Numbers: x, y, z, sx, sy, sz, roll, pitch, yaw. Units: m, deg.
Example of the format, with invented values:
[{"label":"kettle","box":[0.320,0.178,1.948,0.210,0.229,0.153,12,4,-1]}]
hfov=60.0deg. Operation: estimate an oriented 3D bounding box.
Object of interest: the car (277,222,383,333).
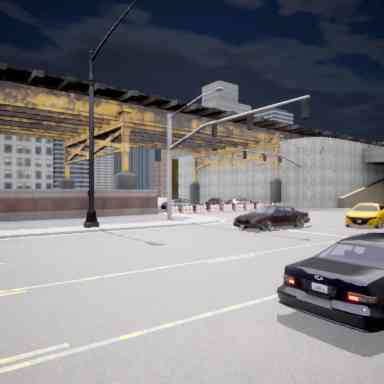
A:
[{"label":"car","box":[4.050,1.547,6.664,5.357,1.411,2.033,0,0,-35]}]

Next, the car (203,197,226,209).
[{"label":"car","box":[2.812,1.295,40.521,1.853,1.218,4.536,0,0,18]}]

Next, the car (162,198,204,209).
[{"label":"car","box":[-1.001,1.295,37.795,4.536,1.218,1.853,0,0,8]}]

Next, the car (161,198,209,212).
[{"label":"car","box":[-0.949,1.453,37.788,4.974,1.542,2.038,0,0,8]}]

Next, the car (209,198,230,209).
[{"label":"car","box":[2.796,1.453,40.472,2.038,1.542,4.974,0,0,18]}]

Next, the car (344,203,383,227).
[{"label":"car","box":[11.457,1.477,21.638,1.882,1.535,5.008,0,0,39]}]

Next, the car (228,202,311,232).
[{"label":"car","box":[4.991,1.547,20.256,5.357,1.411,2.033,0,0,-35]}]

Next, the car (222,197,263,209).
[{"label":"car","box":[6.708,1.453,44.231,4.974,1.542,2.038,0,0,-7]}]

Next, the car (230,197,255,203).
[{"label":"car","box":[6.656,1.295,44.224,4.536,1.218,1.853,0,0,-7]}]
